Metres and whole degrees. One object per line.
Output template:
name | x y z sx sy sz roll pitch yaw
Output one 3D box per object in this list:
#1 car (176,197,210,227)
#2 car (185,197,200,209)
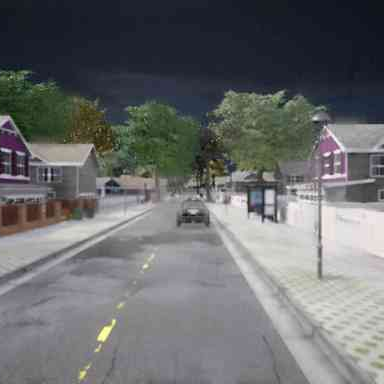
car | 0.084 1.268 22.274 2.097 1.767 4.553 0 0 0
car | 0.096 1.365 42.765 1.812 1.442 4.674 0 0 0
